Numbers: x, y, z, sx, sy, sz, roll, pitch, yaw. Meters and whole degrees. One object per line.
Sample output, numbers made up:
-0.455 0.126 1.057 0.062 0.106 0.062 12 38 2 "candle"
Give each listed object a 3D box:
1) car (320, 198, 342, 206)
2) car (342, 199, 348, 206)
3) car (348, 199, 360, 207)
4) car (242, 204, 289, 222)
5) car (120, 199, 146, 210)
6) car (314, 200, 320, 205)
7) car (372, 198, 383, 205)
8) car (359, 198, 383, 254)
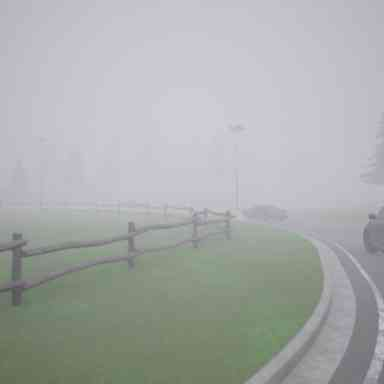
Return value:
28.823 2.058 66.493 5.008 1.535 1.882 0 0 -16 "car"
32.268 2.106 63.862 5.357 1.411 2.033 0 0 -16 "car"
31.132 2.058 59.885 4.674 1.442 1.812 0 0 -16 "car"
6.368 1.793 29.430 2.033 1.411 5.357 0 0 -18 "car"
-9.268 1.888 50.742 4.892 1.490 1.837 0 -1 35 "car"
27.829 2.129 69.848 4.674 1.442 1.812 0 0 -16 "car"
42.908 2.077 74.315 5.008 1.535 1.882 0 0 -16 "car"
7.234 1.323 10.769 2.150 2.045 5.566 0 0 17 "car"
